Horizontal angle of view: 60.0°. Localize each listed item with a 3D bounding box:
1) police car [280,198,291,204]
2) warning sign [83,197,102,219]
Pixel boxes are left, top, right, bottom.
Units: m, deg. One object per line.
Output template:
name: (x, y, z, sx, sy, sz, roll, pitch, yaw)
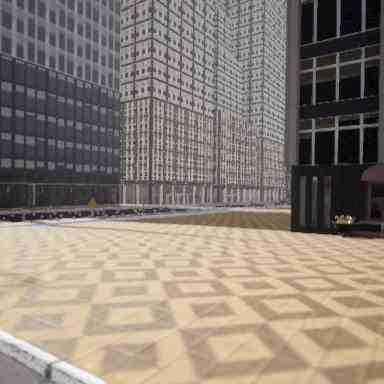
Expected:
police car: (24.610, 2.353, 86.389, 1.930, 1.638, 5.238, 1, 0, 35)
warning sign: (-9.107, 1.447, 30.524, 1.300, 1.860, 1.060, 2, 1, 35)
